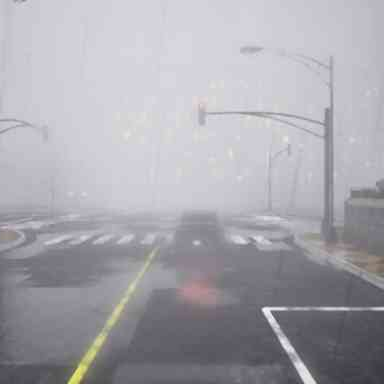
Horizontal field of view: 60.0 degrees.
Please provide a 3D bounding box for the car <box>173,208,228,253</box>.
[{"bbox_3d":[0.421,1.425,13.443,1.837,1.490,4.892,0,0,6],"label":"car"}]
